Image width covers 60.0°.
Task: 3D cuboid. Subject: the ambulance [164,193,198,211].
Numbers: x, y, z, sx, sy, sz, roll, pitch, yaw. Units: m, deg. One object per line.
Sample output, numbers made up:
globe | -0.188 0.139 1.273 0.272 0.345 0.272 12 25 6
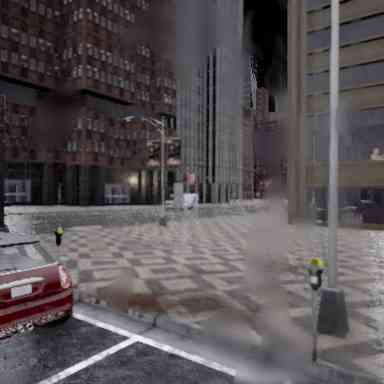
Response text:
ambulance | -1.707 1.424 49.206 2.351 2.431 6.366 1 -1 35

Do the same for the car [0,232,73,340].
car | -3.967 1.398 5.795 4.097 1.590 1.967 0 0 36
